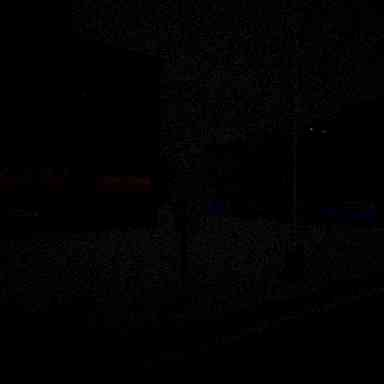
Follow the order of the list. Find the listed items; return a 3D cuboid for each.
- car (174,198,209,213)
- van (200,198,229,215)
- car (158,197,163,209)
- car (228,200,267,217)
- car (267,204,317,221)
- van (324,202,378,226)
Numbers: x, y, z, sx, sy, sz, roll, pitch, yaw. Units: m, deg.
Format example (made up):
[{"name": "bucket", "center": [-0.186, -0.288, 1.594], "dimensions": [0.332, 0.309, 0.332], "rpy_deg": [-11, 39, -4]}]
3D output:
[{"name": "car", "center": [-0.125, 1.722, 44.447], "dimensions": [2.192, 1.841, 5.009], "rpy_deg": [1, -1, -36]}, {"name": "van", "center": [3.070, 1.731, 40.003], "dimensions": [1.690, 1.788, 3.998], "rpy_deg": [1, -1, -36]}, {"name": "car", "center": [-6.514, 1.757, 53.344], "dimensions": [2.192, 1.841, 5.009], "rpy_deg": [1, -1, -36]}, {"name": "car", "center": [6.264, 1.814, 35.555], "dimensions": [1.967, 1.590, 4.097], "rpy_deg": [1, -1, -36]}, {"name": "car", "center": [9.459, 1.798, 31.108], "dimensions": [1.967, 1.590, 4.097], "rpy_deg": [1, -1, -36]}, {"name": "van", "center": [12.654, 1.684, 26.662], "dimensions": [1.690, 1.788, 3.998], "rpy_deg": [1, -1, -36]}]
